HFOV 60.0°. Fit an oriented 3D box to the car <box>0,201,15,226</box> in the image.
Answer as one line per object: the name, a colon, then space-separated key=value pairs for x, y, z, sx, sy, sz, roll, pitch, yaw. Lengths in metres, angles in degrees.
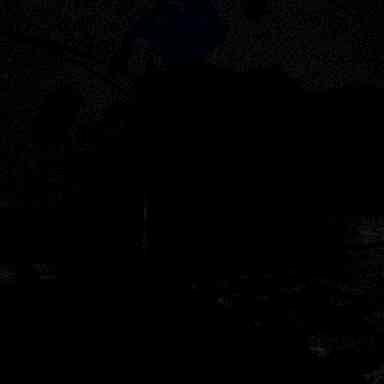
car: x=-11.733 y=1.254 z=20.021 sx=1.887 sy=1.381 sz=4.507 roll=0 pitch=1 yaw=-33
